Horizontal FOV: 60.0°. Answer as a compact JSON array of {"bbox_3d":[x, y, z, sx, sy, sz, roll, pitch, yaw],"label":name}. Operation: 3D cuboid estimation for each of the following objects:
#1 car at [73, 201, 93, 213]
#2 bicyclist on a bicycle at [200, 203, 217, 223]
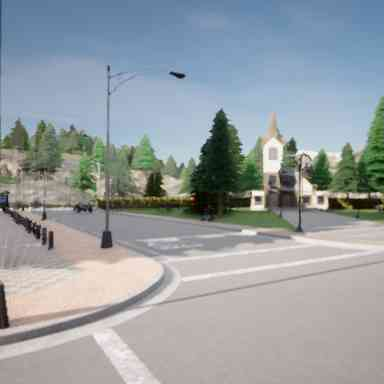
[{"bbox_3d":[-14.693,2.026,44.631,1.837,1.490,4.892,1,-1,-31],"label":"car"},{"bbox_3d":[1.312,1.651,26.057,1.656,1.620,0.582,0,-1,-32],"label":"bicyclist on a bicycle"}]
